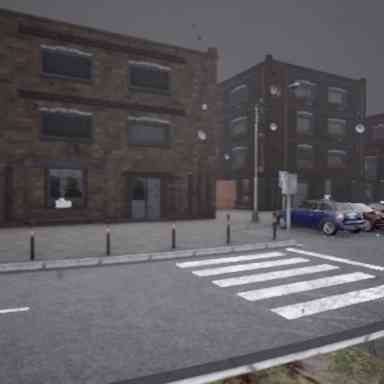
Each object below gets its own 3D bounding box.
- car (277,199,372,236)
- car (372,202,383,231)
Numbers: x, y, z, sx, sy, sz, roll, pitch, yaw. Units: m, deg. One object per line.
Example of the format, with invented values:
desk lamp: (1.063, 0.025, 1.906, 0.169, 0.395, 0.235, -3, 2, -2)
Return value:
car: (6.643, 1.190, 17.724, 2.185, 1.767, 4.553, 0, 1, -28)
car: (9.068, 1.296, 19.049, 2.097, 1.535, 5.008, 0, 1, -28)
